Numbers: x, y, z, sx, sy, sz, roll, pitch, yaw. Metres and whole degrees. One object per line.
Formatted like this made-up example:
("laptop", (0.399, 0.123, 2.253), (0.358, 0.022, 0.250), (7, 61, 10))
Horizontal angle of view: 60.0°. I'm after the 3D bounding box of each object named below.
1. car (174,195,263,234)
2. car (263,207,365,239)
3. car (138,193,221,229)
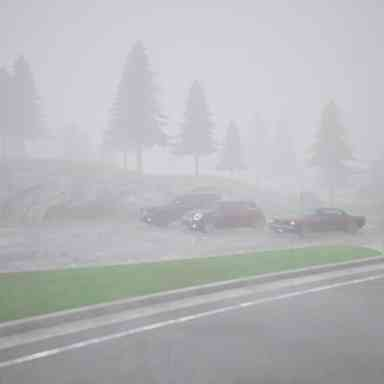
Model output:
("car", (1.677, 1.214, 18.099), (4.553, 1.767, 2.097), (-1, 0, -24))
("car", (6.080, 1.437, 16.250), (4.718, 1.301, 1.895), (-1, 0, -25))
("car", (-0.531, 1.083, 20.916), (5.566, 2.045, 2.150), (-1, 1, -24))
